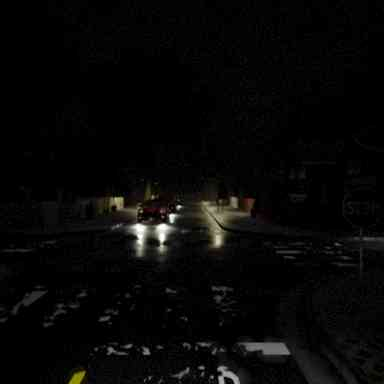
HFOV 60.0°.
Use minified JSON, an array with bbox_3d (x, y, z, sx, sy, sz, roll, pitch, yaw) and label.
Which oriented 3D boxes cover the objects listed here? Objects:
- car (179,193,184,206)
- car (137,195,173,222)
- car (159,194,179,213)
[{"bbox_3d":[-2.897,1.333,54.411,2.097,1.767,4.553,0,0,0],"label":"car"},{"bbox_3d":[-2.889,1.337,25.657,2.097,1.767,4.553,0,0,0],"label":"car"},{"bbox_3d":[-2.909,1.205,36.868,2.150,2.045,5.566,0,0,0],"label":"car"}]
